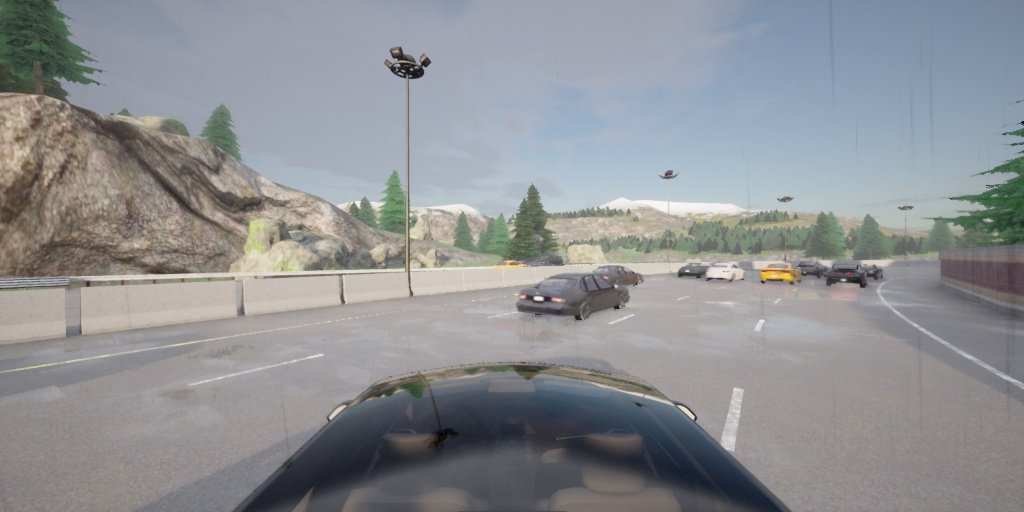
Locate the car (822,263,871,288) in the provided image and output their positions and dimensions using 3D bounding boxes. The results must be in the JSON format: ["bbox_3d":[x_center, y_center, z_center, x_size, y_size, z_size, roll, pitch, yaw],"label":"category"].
[{"bbox_3d":[22.496,1.255,24.057,4.892,1.490,1.837,0,0,-43],"label":"car"}]

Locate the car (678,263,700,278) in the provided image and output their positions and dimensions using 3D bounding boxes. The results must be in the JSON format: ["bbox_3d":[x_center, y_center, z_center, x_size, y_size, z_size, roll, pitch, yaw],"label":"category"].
[{"bbox_3d":[17.170,1.313,33.401,4.181,1.385,1.994,0,0,-42],"label":"car"}]

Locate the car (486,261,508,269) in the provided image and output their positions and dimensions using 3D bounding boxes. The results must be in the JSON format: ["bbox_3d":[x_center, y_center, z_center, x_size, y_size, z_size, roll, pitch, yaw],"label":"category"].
[{"bbox_3d":[-0.462,1.227,36.147,1.882,1.535,5.008,0,0,44],"label":"car"}]

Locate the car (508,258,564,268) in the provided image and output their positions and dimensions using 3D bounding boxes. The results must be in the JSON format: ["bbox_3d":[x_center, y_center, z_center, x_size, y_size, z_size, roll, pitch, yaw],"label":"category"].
[{"bbox_3d":[2.311,1.241,33.970,2.128,1.511,4.902,0,0,45],"label":"car"}]

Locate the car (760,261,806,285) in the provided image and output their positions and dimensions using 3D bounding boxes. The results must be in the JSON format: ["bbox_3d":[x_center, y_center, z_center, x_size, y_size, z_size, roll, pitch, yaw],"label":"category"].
[{"bbox_3d":[19.790,1.228,26.313,5.008,1.535,1.882,0,0,-44],"label":"car"}]

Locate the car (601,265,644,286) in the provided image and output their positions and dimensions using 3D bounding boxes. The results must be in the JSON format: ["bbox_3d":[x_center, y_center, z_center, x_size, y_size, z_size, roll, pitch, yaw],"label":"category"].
[{"bbox_3d":[6.572,1.297,22.953,2.033,1.411,5.357,0,0,42],"label":"car"}]

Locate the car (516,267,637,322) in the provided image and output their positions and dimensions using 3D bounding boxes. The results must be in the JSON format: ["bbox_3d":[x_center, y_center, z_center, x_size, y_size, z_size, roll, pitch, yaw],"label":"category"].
[{"bbox_3d":[2.332,1.297,12.500,2.033,1.411,5.357,0,0,38],"label":"car"}]

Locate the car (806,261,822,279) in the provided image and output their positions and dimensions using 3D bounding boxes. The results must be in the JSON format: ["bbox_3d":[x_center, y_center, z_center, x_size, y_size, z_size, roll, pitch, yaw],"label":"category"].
[{"bbox_3d":[27.742,1.241,33.176,4.902,1.511,2.128,0,0,-39],"label":"car"}]

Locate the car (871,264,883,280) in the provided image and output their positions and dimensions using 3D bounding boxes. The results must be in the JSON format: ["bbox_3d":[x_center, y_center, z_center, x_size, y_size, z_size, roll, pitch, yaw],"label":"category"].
[{"bbox_3d":[30.446,1.351,30.880,4.718,1.301,1.895,0,0,-39],"label":"car"}]

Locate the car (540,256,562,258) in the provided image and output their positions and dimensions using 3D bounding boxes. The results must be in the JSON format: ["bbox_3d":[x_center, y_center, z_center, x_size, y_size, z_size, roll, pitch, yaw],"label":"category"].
[{"bbox_3d":[5.007,0.973,50.955,5.566,2.045,2.150,0,0,-41],"label":"car"}]

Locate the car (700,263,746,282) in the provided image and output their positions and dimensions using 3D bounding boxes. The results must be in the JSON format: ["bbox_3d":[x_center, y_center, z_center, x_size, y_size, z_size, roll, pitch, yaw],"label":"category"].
[{"bbox_3d":[17.016,1.276,28.541,4.674,1.442,1.812,0,0,-44],"label":"car"}]
